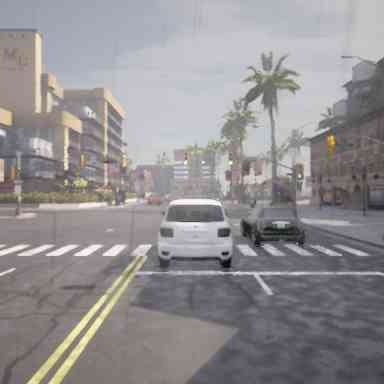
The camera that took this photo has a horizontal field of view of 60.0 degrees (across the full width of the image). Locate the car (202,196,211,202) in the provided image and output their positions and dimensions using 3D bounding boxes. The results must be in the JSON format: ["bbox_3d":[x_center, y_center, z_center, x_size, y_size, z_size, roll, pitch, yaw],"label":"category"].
[{"bbox_3d":[3.465,1.688,81.200,1.882,1.535,5.008,0,0,0],"label":"car"}]

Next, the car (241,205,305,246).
[{"bbox_3d":[3.592,1.391,15.503,2.097,1.767,4.553,0,0,0],"label":"car"}]

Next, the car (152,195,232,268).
[{"bbox_3d":[0.092,1.255,11.579,2.150,2.045,5.566,0,0,0],"label":"car"}]

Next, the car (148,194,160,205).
[{"bbox_3d":[-7.027,1.384,62.848,2.150,2.045,5.566,0,0,0],"label":"car"}]

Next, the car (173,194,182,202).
[{"bbox_3d":[-3.542,1.440,83.124,2.150,2.045,5.566,0,0,0],"label":"car"}]

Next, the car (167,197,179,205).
[{"bbox_3d":[-3.527,1.710,62.829,2.033,1.411,5.357,0,0,0],"label":"car"}]

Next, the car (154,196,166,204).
[{"bbox_3d":[-7.031,1.713,72.570,2.128,1.511,4.902,0,0,0],"label":"car"}]

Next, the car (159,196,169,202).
[{"bbox_3d":[-7.038,1.754,82.910,2.033,1.411,5.357,0,0,0],"label":"car"}]

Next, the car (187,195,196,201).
[{"bbox_3d":[-0.164,1.708,89.118,1.882,1.535,5.008,0,0,-4],"label":"car"}]
